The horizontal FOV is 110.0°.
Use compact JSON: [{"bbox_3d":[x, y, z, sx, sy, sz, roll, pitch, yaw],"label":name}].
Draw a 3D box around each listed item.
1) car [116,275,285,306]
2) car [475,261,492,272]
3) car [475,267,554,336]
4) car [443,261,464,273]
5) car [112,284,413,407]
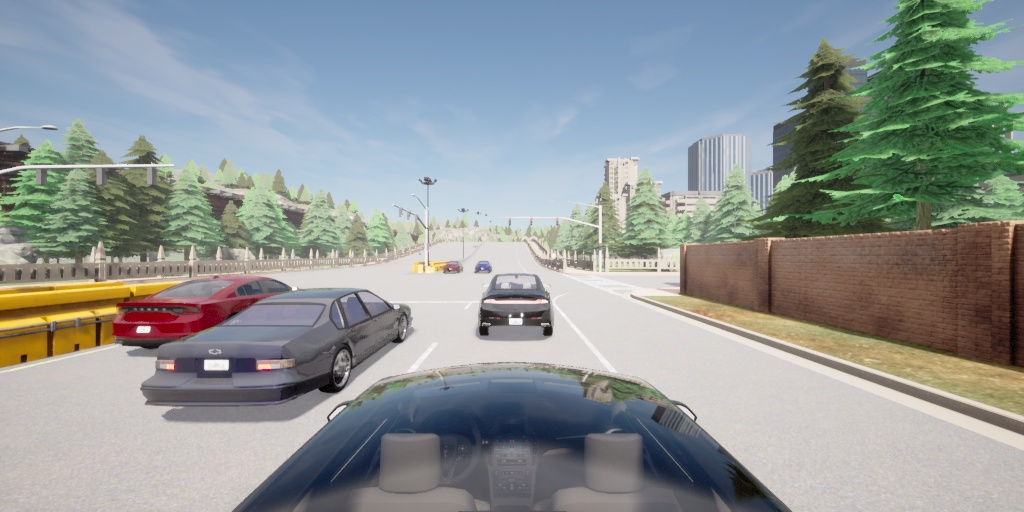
[{"bbox_3d":[-6.901,1.228,9.192,1.882,1.535,5.008,0,0,0],"label":"car"},{"bbox_3d":[-3.409,1.276,43.615,1.812,1.442,4.674,0,0,0],"label":"car"},{"bbox_3d":[0.127,1.242,10.377,2.128,1.511,4.902,0,0,1],"label":"car"},{"bbox_3d":[-6.905,1.276,42.557,1.812,1.442,4.674,0,0,0],"label":"car"},{"bbox_3d":[-3.400,1.297,6.630,2.033,1.411,5.357,0,0,0],"label":"car"}]
